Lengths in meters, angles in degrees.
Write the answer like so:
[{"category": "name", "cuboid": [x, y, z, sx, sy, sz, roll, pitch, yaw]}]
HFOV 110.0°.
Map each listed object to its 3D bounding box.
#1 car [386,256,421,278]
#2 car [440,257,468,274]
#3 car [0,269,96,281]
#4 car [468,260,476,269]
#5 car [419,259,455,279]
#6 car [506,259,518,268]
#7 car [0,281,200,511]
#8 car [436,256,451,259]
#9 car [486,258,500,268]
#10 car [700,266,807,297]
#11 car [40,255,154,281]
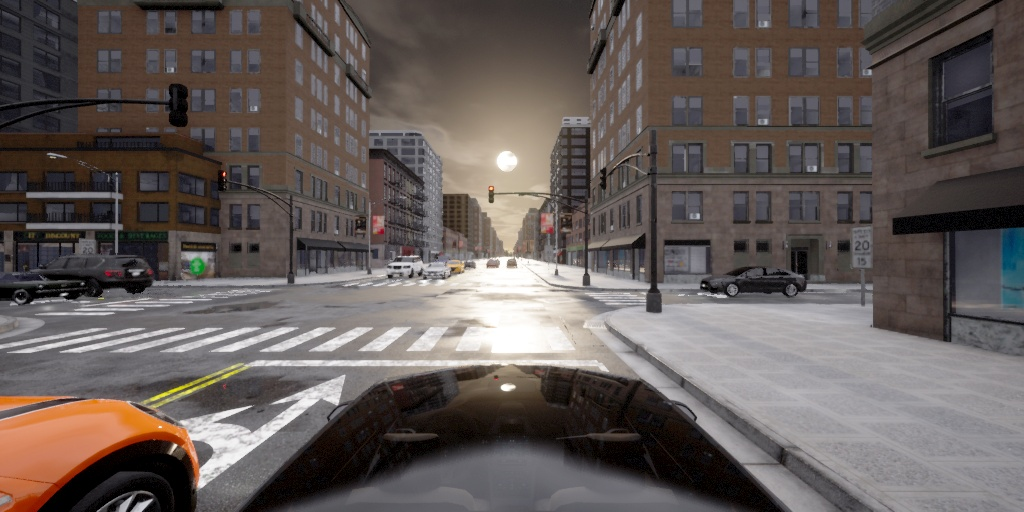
[{"category": "car", "cuboid": [-9.917, 0.972, 33.660, 2.150, 2.045, 5.566, 0, 0, 0]}, {"category": "car", "cuboid": [-6.679, 1.226, 41.543, 1.882, 1.535, 5.008, 0, 0, 0]}, {"category": "car", "cuboid": [-21.517, 1.345, 15.456, 4.718, 1.301, 1.895, 0, 0, 0]}, {"category": "car", "cuboid": [-6.692, 1.309, 55.717, 1.994, 1.385, 4.181, 0, 0, 0]}, {"category": "car", "cuboid": [-6.662, 1.276, 32.272, 1.812, 1.442, 4.674, 0, 0, 0]}, {"category": "car", "cuboid": [-0.024, 1.248, 63.081, 1.837, 1.490, 4.892, 0, 0, 0]}, {"category": "car", "cuboid": [-3.237, 1.102, 0.595, 2.097, 1.767, 4.553, 0, 0, 0]}, {"category": "car", "cuboid": [-9.948, 0.967, 52.120, 2.150, 2.045, 5.566, 0, 0, 0]}, {"category": "car", "cuboid": [-3.373, 1.307, 61.942, 1.994, 1.385, 4.181, 0, 0, 0]}, {"category": "car", "cuboid": [12.423, 1.295, 18.634, 4.892, 1.490, 1.837, 0, 0, 1]}, {"category": "car", "cuboid": [-21.316, 0.976, 18.005, 5.566, 2.045, 2.150, 0, 0, 4]}]
